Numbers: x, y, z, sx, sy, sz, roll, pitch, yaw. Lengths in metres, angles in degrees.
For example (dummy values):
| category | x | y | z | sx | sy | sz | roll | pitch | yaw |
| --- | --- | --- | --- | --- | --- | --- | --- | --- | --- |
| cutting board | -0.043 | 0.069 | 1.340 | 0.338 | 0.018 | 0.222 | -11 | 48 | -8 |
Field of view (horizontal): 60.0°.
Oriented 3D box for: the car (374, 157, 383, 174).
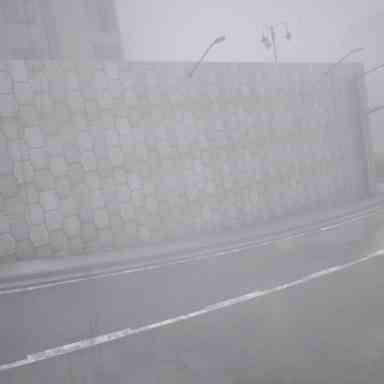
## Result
| category | x | y | z | sx | sy | sz | roll | pitch | yaw |
| --- | --- | --- | --- | --- | --- | --- | --- | --- | --- |
| car | 16.879 | -2.322 | 30.151 | 1.882 | 1.535 | 5.008 | -15 | 9 | -34 |
